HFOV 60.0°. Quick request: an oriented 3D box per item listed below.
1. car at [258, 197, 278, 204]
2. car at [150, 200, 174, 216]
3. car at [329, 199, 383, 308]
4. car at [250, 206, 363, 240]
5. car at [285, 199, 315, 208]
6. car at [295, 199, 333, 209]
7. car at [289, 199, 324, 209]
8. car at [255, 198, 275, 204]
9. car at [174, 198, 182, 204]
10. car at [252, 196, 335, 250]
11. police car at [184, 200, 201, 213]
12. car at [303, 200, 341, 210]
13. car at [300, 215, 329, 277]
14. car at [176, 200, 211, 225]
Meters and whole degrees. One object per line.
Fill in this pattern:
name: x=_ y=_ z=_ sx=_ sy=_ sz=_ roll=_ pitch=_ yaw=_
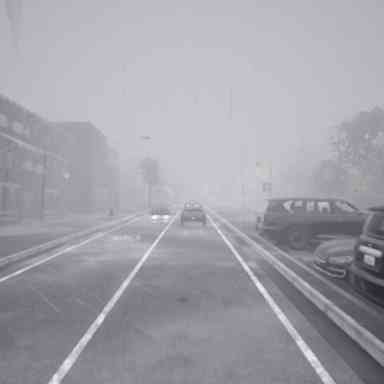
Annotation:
car: x=18.725 y=2.060 z=82.010 sx=4.553 sy=1.767 sz=2.185 roll=0 pitch=-1 yaw=0
car: x=-3.359 y=1.818 z=36.326 sx=1.994 sy=1.385 sz=4.181 roll=0 pitch=-1 yaw=0
car: x=5.621 y=1.222 z=5.523 sx=5.566 sy=2.045 sz=2.435 roll=0 pitch=0 yaw=0
car: x=5.585 y=1.523 z=16.733 sx=4.892 sy=1.521 sz=2.231 roll=0 pitch=0 yaw=0
car: x=18.683 y=1.973 z=57.674 sx=4.674 sy=1.452 sz=2.002 roll=0 pitch=-1 yaw=0
car: x=18.689 y=1.864 z=51.125 sx=5.008 sy=1.535 sz=2.097 roll=0 pitch=-1 yaw=0
car: x=18.679 y=1.900 z=54.399 sx=4.892 sy=1.521 sz=2.231 roll=0 pitch=-1 yaw=0
car: x=18.653 y=2.261 z=85.178 sx=4.674 sy=1.452 sz=2.002 roll=0 pitch=-1 yaw=0
car: x=-3.279 y=2.083 z=76.866 sx=1.994 sy=1.385 sz=4.181 roll=0 pitch=-1 yaw=0
car: x=5.619 y=1.253 z=13.933 sx=5.566 sy=2.045 sz=2.435 roll=0 pitch=0 yaw=0
police car: x=0.083 y=1.828 z=43.013 sx=2.038 sy=1.542 sz=4.974 roll=0 pitch=-1 yaw=0
car: x=18.680 y=1.872 z=47.976 sx=4.674 sy=1.452 sz=2.002 roll=0 pitch=-1 yaw=0
car: x=5.597 y=1.480 z=8.328 sx=4.892 sy=1.521 sz=2.231 roll=0 pitch=0 yaw=0
car: x=0.091 y=1.628 z=25.253 sx=2.128 sy=1.511 sz=4.902 roll=0 pitch=0 yaw=0
